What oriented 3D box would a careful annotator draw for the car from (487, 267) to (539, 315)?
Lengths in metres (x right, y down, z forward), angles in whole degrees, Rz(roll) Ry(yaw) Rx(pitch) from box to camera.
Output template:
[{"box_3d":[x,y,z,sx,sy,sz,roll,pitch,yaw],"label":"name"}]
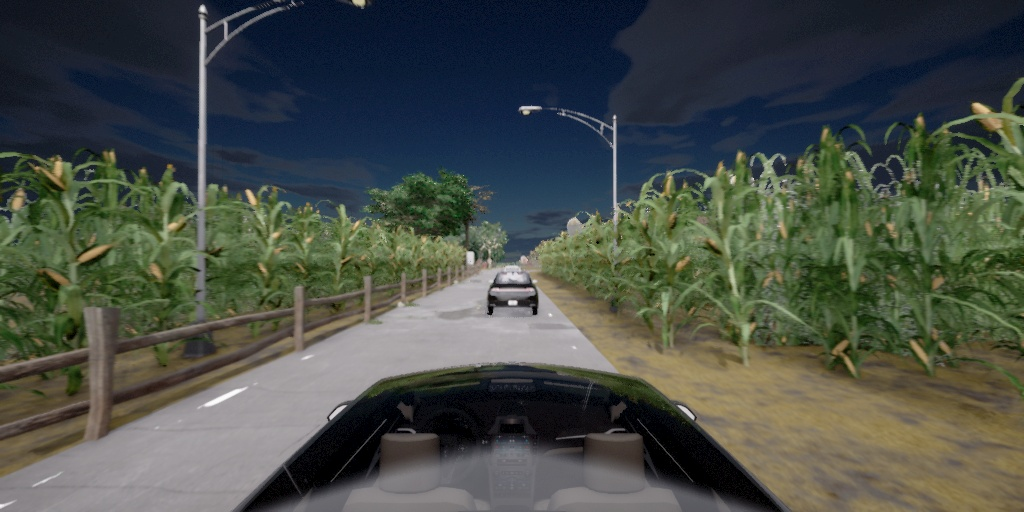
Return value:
[{"box_3d":[0.038,1.361,14.290,2.128,1.511,4.902,0,0,0],"label":"car"}]
